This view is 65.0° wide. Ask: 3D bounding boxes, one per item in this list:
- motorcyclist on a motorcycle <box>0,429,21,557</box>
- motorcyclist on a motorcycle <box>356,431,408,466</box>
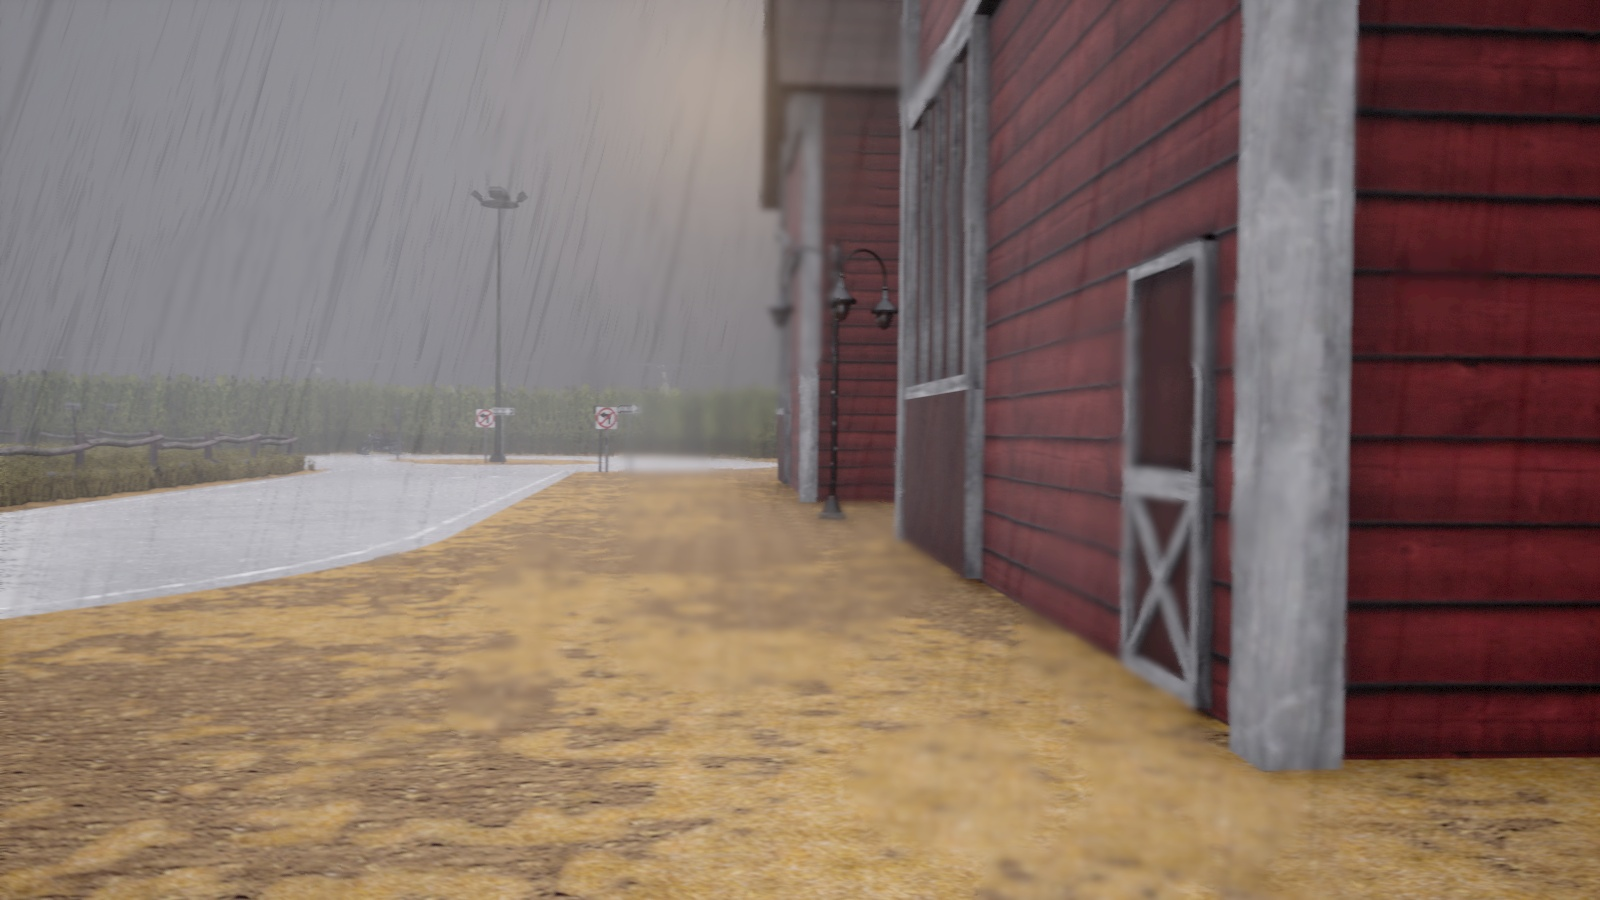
[{"bbox_3d":[-10.735,0.568,15.409,0.766,1.649,2.350,0,1,3],"label":"motorcyclist on a motorcycle"},{"bbox_3d":[-20.599,-0.099,61.889,0.766,1.649,2.350,2,2,44],"label":"motorcyclist on a motorcycle"}]
